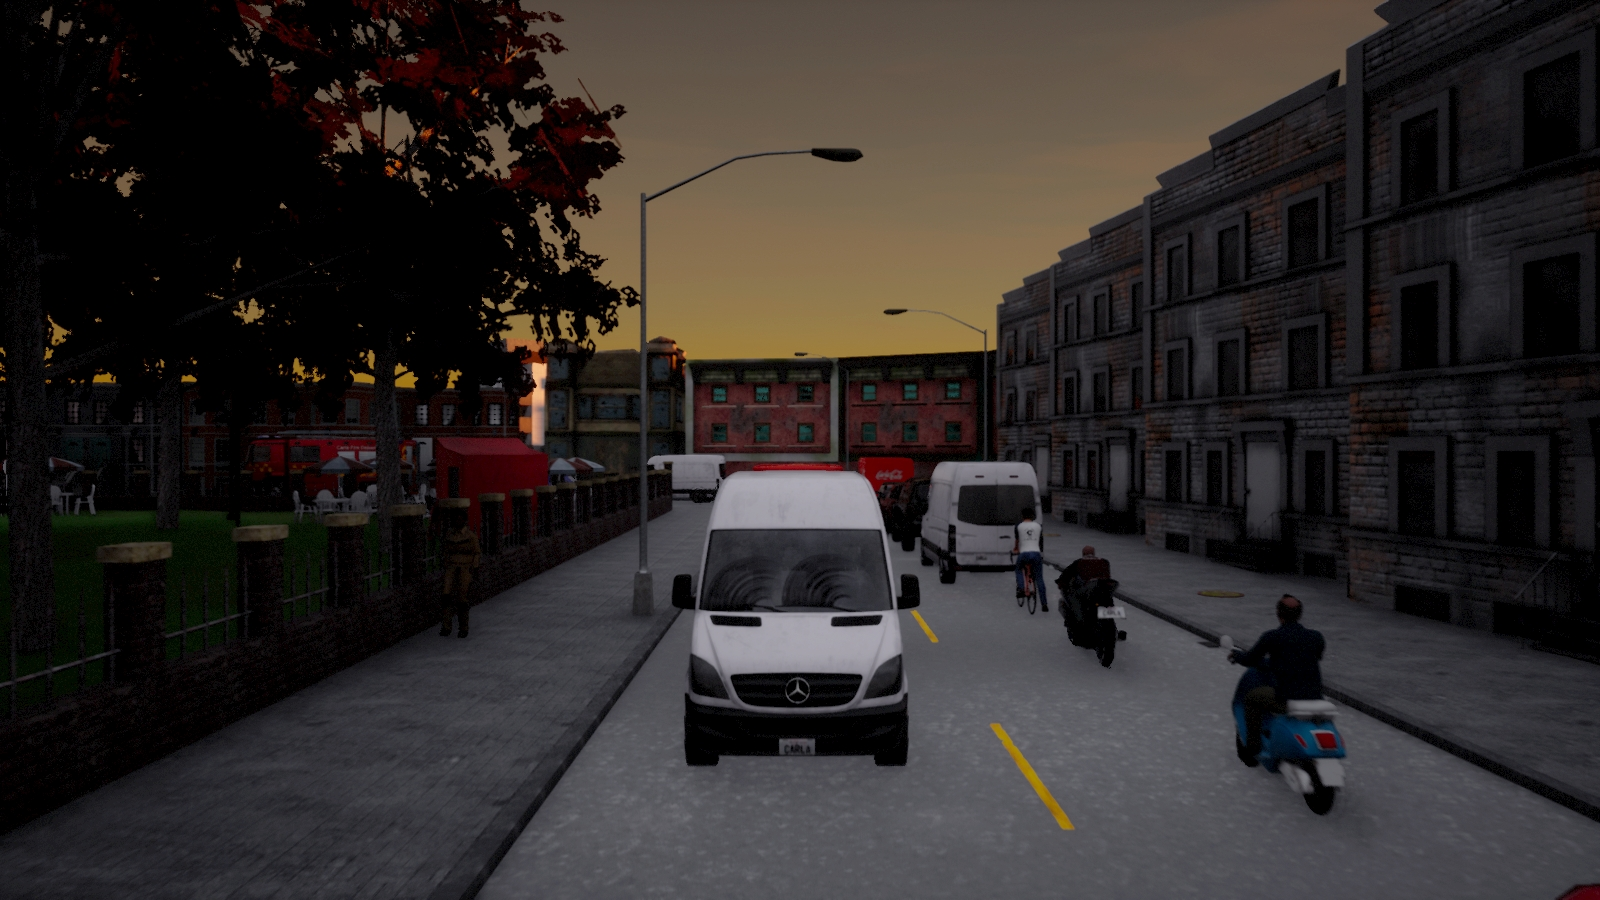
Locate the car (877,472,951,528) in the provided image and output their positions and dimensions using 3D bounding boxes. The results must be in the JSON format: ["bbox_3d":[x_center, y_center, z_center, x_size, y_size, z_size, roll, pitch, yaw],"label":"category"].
[{"bbox_3d":[3.924,1.685,39.967,2.097,1.767,4.553,0,0,0],"label":"car"}]

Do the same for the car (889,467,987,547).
[{"bbox_3d":[3.880,1.559,33.172,2.150,2.045,5.566,0,0,0],"label":"car"}]

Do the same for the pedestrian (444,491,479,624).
[{"bbox_3d":[-4.825,1.525,16.294,0.375,1.860,0.375,0,0,0],"label":"pedestrian"}]

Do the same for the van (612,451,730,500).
[{"bbox_3d":[-6.866,1.315,61.096,5.915,2.561,1.988,0,0,10],"label":"van"}]

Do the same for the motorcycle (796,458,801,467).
[{"bbox_3d":[-0.238,1.961,179.443,0.856,1.236,1.805,0,0,0],"label":"motorcycle"}]

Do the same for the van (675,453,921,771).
[{"bbox_3d":[-0.029,1.315,12.185,1.988,2.561,5.915,0,0,0],"label":"van"}]

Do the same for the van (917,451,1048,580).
[{"bbox_3d":[3.943,1.314,25.749,1.988,2.561,5.915,0,0,0],"label":"van"}]

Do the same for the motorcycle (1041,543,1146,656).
[{"bbox_3d":[3.964,1.985,15.619,0.867,1.251,2.209,0,0,0],"label":"motorcycle"}]

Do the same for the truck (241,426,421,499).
[{"bbox_3d":[-25.016,0.670,61.202,8.468,3.827,2.891,0,0,-1],"label":"truck"}]

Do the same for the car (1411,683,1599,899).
[{"bbox_3d":[3.997,1.841,2.930,2.231,1.480,4.892,0,0,0],"label":"car"}]

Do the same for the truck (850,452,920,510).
[{"bbox_3d":[3.794,1.349,52.134,2.627,2.467,5.204,0,0,-2],"label":"truck"}]
